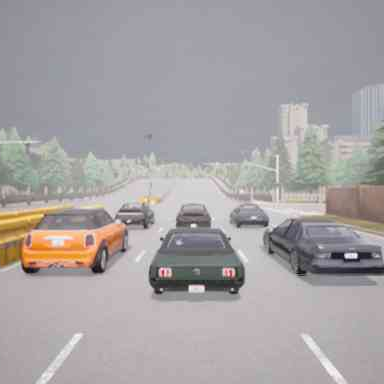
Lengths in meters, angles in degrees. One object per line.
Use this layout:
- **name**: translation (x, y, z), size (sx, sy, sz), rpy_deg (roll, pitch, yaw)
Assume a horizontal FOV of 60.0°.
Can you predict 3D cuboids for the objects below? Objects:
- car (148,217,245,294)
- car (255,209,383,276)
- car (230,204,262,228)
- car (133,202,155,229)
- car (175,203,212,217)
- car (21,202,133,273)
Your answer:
- **car**: translation (0.091, 1.552, 8.585), size (1.895, 1.301, 4.718), rpy_deg (0, 0, 0)
- **car**: translation (3.592, 1.491, 10.119), size (2.033, 1.411, 5.357), rpy_deg (0, 0, -1)
- **car**: translation (3.576, 1.445, 21.227), size (1.994, 1.385, 4.181), rpy_deg (0, 0, 0)
- **car**: translation (-3.424, 1.377, 20.526), size (2.128, 1.511, 4.902), rpy_deg (0, 0, 0)
- **car**: translation (0.079, 1.400, 18.821), size (1.837, 1.490, 4.892), rpy_deg (0, 0, 0)
- **car**: translation (-3.408, 1.292, 10.584), size (2.097, 1.767, 4.553), rpy_deg (0, 0, 0)
